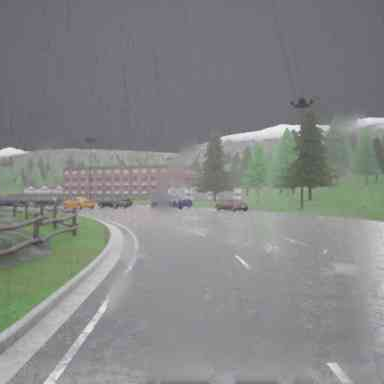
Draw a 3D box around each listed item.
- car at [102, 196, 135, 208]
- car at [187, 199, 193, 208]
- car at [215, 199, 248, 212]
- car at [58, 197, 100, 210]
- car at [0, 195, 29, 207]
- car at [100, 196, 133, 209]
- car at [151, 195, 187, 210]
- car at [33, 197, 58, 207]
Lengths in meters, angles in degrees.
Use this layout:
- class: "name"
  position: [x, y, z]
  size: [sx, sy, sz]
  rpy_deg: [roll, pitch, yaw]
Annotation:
- class: "car"
  position: [-10.642, 1.420, 48.016]
  size: [4.892, 1.490, 1.837]
  rpy_deg: [0, 0, 37]
- class: "car"
  position: [-2.046, 1.395, 45.429]
  size: [1.882, 1.535, 5.008]
  rpy_deg: [0, 0, -43]
- class: "car"
  position: [4.455, 1.494, 37.753]
  size: [1.994, 1.385, 4.181]
  rpy_deg: [0, 0, -33]
- class: "car"
  position: [-14.312, 1.405, 41.908]
  size: [5.008, 1.535, 1.882]
  rpy_deg: [0, 0, 36]
- class: "car"
  position: [-25.881, 1.271, 47.915]
  size: [4.553, 1.767, 2.097]
  rpy_deg: [0, 0, 20]
- class: "car"
  position: [-10.223, 1.415, 43.115]
  size: [4.902, 1.511, 2.128]
  rpy_deg: [0, 0, 39]
- class: "car"
  position: [-3.206, 1.277, 41.609]
  size: [2.097, 1.767, 4.553]
  rpy_deg: [0, 0, -42]
- class: "car"
  position: [-21.649, 1.440, 49.965]
  size: [4.674, 1.442, 1.812]
  rpy_deg: [0, 0, 23]
